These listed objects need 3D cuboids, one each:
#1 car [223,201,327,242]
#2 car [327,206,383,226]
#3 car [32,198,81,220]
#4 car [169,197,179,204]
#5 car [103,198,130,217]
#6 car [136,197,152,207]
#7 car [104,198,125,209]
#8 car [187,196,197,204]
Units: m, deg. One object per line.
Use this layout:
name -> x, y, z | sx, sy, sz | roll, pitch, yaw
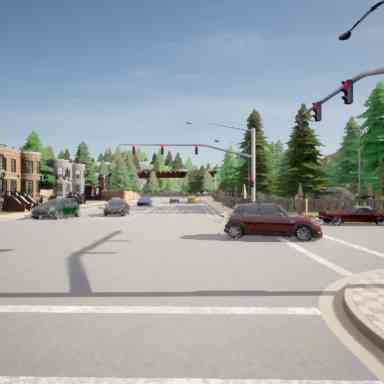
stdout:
car -> 3.882, 1.352, 16.134 | 4.553, 1.767, 2.097 | 0, 0, 16
car -> 11.171, 1.601, 22.914 | 4.718, 1.301, 1.895 | 0, 0, 2
car -> -11.317, 1.351, 27.995 | 2.097, 1.767, 4.553 | 0, 0, 11
car -> -3.450, 1.601, 65.232 | 1.895, 1.301, 4.718 | 0, 0, 0
car -> -7.039, 1.504, 31.285 | 1.837, 1.490, 4.892 | 0, 0, -2
car -> -7.093, 1.477, 49.874 | 1.882, 1.535, 5.008 | 0, 0, 0
car -> -10.611, 1.525, 46.046 | 1.812, 1.442, 4.674 | 0, 0, 0
car -> 0.051, 1.477, 64.944 | 1.882, 1.535, 5.008 | 0, 0, 0
